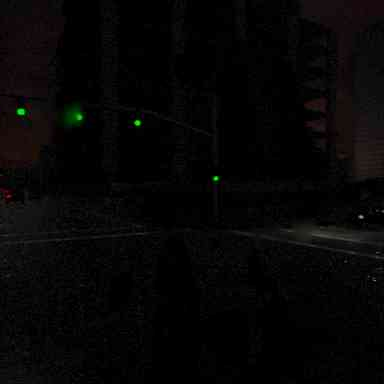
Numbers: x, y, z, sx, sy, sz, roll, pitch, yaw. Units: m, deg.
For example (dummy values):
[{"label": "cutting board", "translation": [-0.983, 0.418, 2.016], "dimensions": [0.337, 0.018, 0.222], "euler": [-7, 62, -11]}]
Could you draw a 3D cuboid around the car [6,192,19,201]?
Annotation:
[{"label": "car", "translation": [-31.423, 0.762, 58.135], "dimensions": [1.882, 1.535, 5.008], "euler": [-1, 1, -30]}]

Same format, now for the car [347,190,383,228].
[{"label": "car", "translation": [11.228, 0.917, 18.731], "dimensions": [5.566, 2.045, 2.150], "euler": [-1, 1, -29]}]

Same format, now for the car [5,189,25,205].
[{"label": "car", "translation": [-24.665, 0.640, 46.516], "dimensions": [2.150, 2.045, 5.566], "euler": [-1, 1, -29]}]

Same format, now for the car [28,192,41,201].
[{"label": "car", "translation": [-28.526, 0.789, 60.120], "dimensions": [2.033, 1.411, 5.357], "euler": [-1, 1, -30]}]
